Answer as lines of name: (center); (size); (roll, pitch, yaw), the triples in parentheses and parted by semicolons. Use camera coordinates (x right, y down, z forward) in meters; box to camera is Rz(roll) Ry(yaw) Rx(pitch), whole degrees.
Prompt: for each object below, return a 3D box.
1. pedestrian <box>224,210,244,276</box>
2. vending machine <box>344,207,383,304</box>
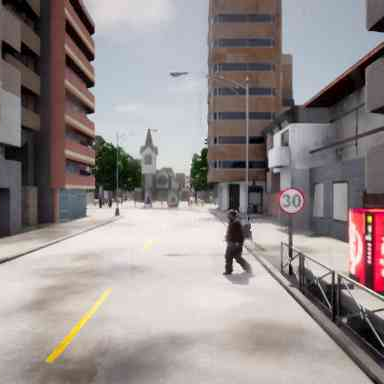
pedestrian: (1.121, 1.289, 8.895); (0.375, 1.860, 0.375); (0, 0, 0)
vending machine: (4.301, 1.412, 7.745); (1.100, 2.100, 0.880); (0, 0, 0)
